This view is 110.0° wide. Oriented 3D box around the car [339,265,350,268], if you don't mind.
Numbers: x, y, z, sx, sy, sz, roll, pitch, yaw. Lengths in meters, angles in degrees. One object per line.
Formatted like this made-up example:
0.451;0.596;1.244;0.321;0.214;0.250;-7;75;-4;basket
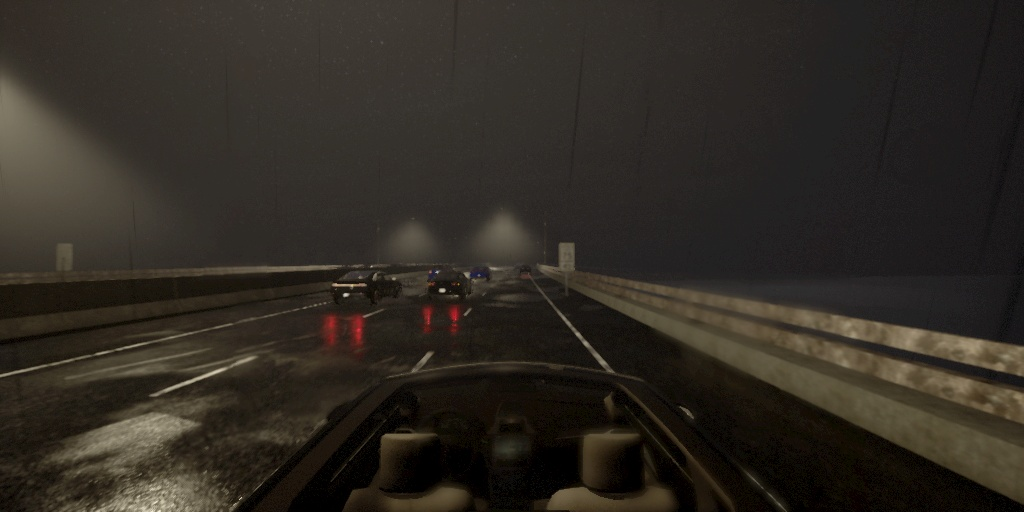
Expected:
-23.825;2.006;51.856;1.994;1.385;4.181;0;-1;2;car

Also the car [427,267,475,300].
-3.301;1.512;19.418;1.812;1.442;4.674;0;-1;1;car

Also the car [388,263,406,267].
-16.826;1.800;52.242;2.097;1.767;4.553;0;-1;2;car

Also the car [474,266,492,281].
-3.051;1.692;35.980;1.882;1.535;5.008;0;-1;1;car

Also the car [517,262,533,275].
1.995;1.968;53.194;1.837;1.490;4.892;0;-1;2;car

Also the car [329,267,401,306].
-6.822;1.447;17.220;2.128;1.511;4.902;0;-1;0;car

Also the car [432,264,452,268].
-6.581;1.545;34.486;2.097;1.767;4.553;0;-1;1;car

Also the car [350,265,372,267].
-20.383;1.983;50.324;1.994;1.385;4.181;0;-1;2;car
